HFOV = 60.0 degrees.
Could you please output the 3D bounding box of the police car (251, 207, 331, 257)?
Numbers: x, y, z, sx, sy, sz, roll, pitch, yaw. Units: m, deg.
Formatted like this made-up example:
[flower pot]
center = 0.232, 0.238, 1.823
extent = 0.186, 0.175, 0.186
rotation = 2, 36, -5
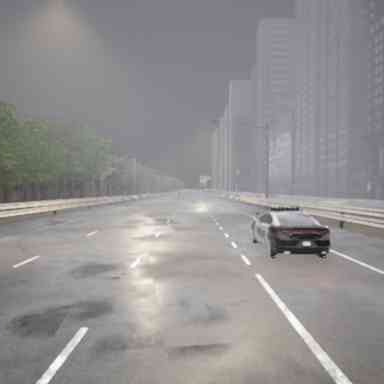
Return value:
[police car]
center = 3.517, 1.386, 12.817
extent = 1.930, 1.638, 5.238
rotation = 0, 0, 0
